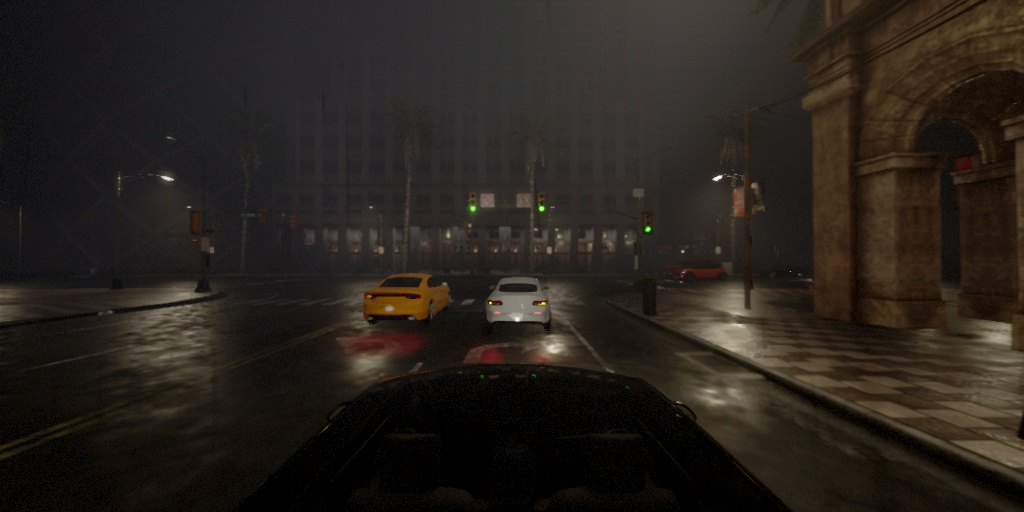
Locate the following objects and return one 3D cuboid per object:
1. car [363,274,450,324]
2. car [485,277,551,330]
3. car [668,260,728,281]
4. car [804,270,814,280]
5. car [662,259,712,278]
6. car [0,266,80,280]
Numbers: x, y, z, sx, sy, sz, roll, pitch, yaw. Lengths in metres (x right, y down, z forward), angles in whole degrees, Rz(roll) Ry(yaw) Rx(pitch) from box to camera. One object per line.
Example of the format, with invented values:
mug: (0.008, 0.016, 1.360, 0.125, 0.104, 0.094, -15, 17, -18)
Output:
car: (-3.412, 1.347, 12.489, 1.882, 1.535, 5.008, 0, -1, 0)
car: (0.237, 1.384, 11.436, 1.812, 1.442, 4.674, 0, -1, 2)
car: (17.871, 1.462, 34.147, 4.553, 1.767, 2.097, 0, -1, 0)
car: (25.547, 1.523, 27.023, 4.902, 1.511, 2.128, 0, -1, 0)
car: (18.739, 1.371, 37.646, 5.566, 2.045, 2.150, 0, -1, 0)
car: (-48.765, 1.690, 36.939, 2.033, 1.411, 5.357, 1, 3, 39)
